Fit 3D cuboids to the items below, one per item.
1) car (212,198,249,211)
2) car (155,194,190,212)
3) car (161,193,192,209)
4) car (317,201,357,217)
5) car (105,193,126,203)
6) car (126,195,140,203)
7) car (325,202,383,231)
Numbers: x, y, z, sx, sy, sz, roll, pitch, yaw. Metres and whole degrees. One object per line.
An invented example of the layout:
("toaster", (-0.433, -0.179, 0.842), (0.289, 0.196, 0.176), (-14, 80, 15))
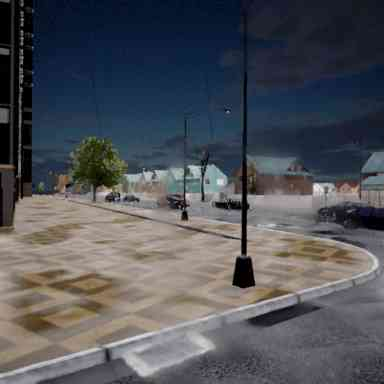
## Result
("car", (4.109, 1.361, 36.379), (1.895, 1.301, 4.718), (1, 0, -28))
("car", (-2.264, 1.198, 34.110), (1.837, 1.490, 4.892), (1, 0, -28))
("car", (-1.969, 1.023, 40.557), (2.097, 1.767, 4.553), (1, 0, -28))
("car", (12.772, 1.451, 26.850), (2.033, 1.411, 5.357), (1, 0, -28))
("car", (-13.085, 0.990, 54.953), (2.128, 1.511, 4.902), (1, 0, -27))
("car", (-10.500, 1.137, 57.032), (2.033, 1.411, 5.357), (1, 0, -28))
("car", (10.086, 1.461, 17.544), (2.033, 1.411, 5.357), (1, 0, -28))
